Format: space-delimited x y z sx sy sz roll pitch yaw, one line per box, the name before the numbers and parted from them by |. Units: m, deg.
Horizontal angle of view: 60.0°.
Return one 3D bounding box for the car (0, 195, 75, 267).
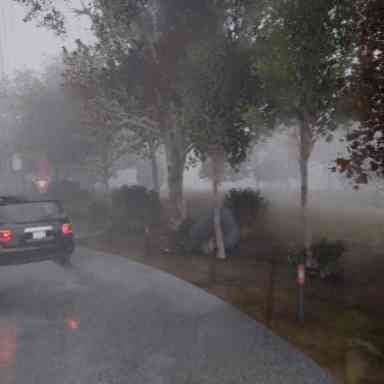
car | -5.535 1.109 10.275 2.150 2.045 5.566 -3 3 -41
